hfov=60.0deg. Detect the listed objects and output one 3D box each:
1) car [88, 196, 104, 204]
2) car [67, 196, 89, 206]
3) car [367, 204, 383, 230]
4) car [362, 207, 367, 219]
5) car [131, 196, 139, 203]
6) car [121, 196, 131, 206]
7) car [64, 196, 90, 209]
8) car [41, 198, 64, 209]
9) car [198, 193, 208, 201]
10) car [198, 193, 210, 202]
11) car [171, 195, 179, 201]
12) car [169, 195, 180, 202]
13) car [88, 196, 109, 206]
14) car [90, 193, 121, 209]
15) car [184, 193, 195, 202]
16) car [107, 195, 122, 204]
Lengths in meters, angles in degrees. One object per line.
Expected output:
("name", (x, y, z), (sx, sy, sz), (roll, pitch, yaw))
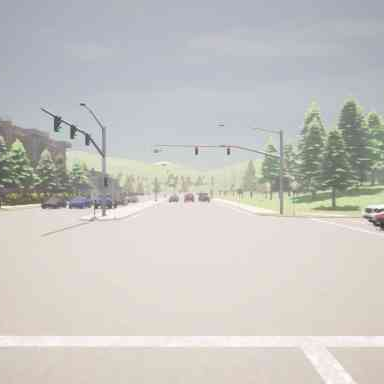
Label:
("car", (-18.992, 1.506, 66.172), (1.837, 1.490, 4.892), (0, 0, -1))
("car", (-18.901, 1.478, 55.336), (1.882, 1.535, 5.008), (0, 0, -1))
("car", (13.030, 1.477, 18.810), (5.008, 1.535, 1.882), (0, 0, 0))
("car", (14.515, 1.222, 22.322), (5.566, 2.045, 2.150), (0, 0, 0))
("car", (-12.015, 1.548, 67.308), (2.033, 1.411, 5.357), (0, 0, -1))
("car", (-11.905, 1.505, 55.399), (1.837, 1.490, 4.892), (0, 0, -1))
("car", (-15.269, 1.478, 45.537), (1.882, 1.535, 5.008), (0, 0, -1))
("car", (-18.771, 1.547, 45.605), (2.033, 1.411, 5.357), (0, 0, -1))
("car", (2.748, 1.194, 83.666), (2.150, 2.045, 5.566), (0, 0, -1))
("car", (2.905, 1.501, 73.442), (1.837, 1.490, 4.892), (0, 0, -1))
("car", (-4.251, 1.488, 83.517), (1.812, 1.442, 4.674), (0, 0, -1))
("car", (-4.087, 1.541, 72.899), (2.033, 1.411, 5.357), (0, 0, -1))
("car", (-15.399, 1.492, 54.942), (2.128, 1.511, 4.902), (0, 0, -1))
("car", (-11.773, 1.222, 45.720), (2.150, 2.045, 5.566), (0, 0, -1))
("car", (-0.589, 1.225, 73.019), (2.150, 2.045, 5.566), (0, 0, -1))
("car", (-15.505, 1.478, 66.715), (1.882, 1.535, 5.008), (0, 0, -1))
